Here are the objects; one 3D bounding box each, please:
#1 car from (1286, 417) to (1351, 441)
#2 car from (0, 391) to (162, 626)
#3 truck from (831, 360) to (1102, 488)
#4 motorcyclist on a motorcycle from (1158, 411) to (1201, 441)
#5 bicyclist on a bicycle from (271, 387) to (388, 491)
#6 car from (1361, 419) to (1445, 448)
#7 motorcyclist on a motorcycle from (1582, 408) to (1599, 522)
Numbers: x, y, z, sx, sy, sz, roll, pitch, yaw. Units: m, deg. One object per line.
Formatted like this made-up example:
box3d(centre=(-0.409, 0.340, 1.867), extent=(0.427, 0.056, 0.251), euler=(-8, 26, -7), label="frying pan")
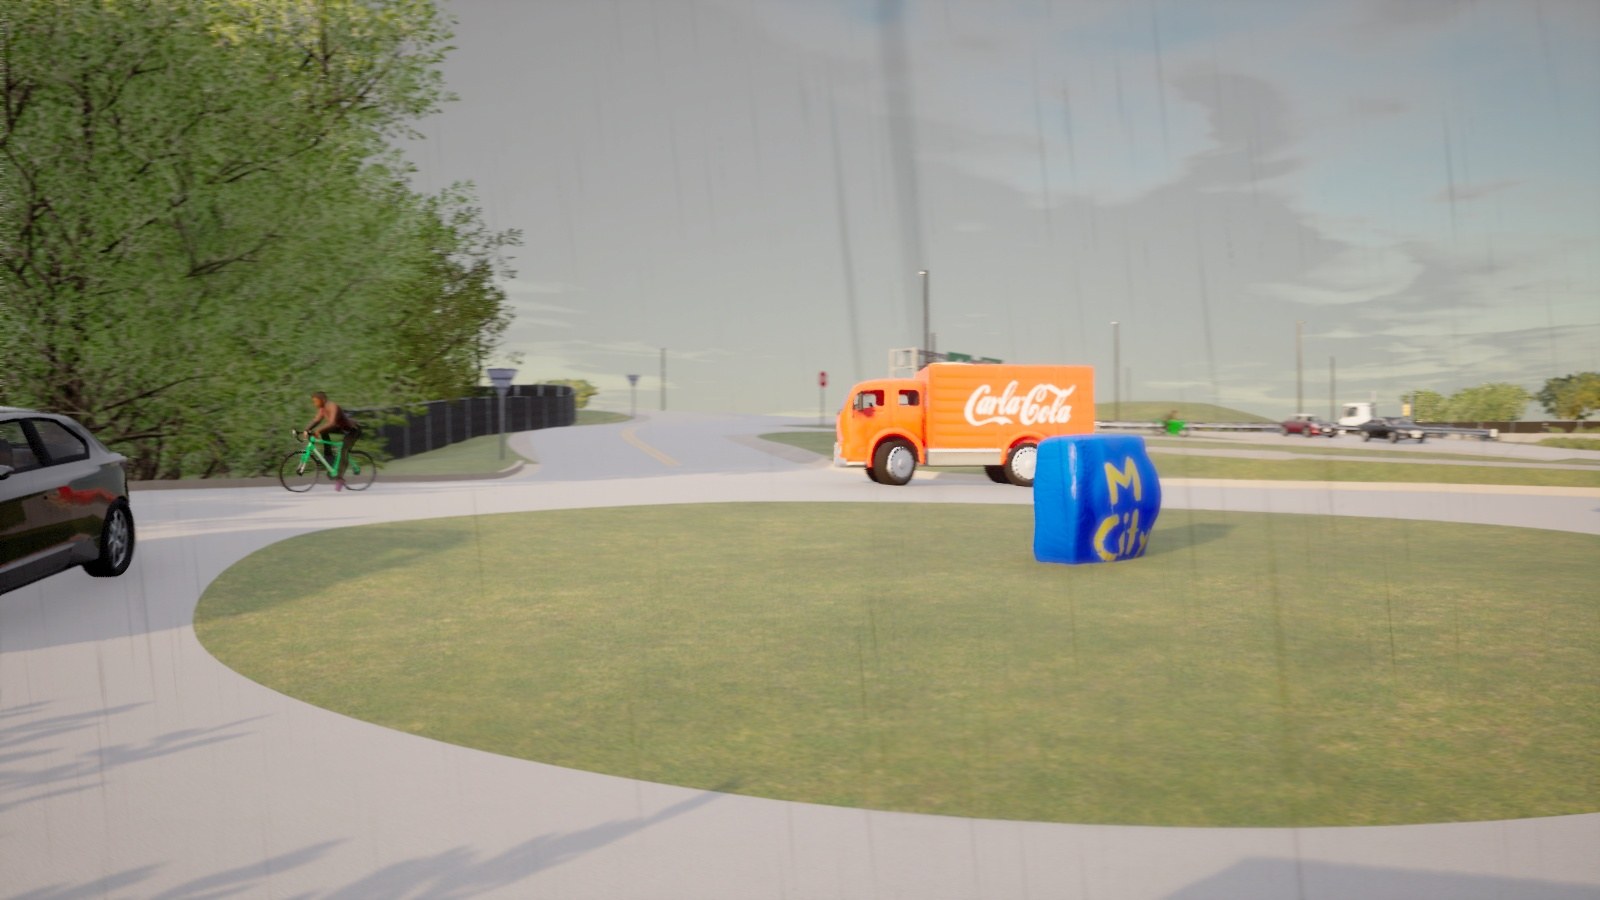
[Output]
box3d(centre=(33.360, -1.369, 80.920), extent=(1.970, 1.475, 3.806), euler=(0, 3, -12), label="car")
box3d(centre=(-6.433, 0.389, 9.180), extent=(1.816, 1.474, 4.193), euler=(1, 5, -7), label="car")
box3d(centre=(3.357, -0.485, 26.228), extent=(5.204, 2.467, 2.627), euler=(1, -1, -3), label="truck")
box3d(centre=(20.855, -1.320, 69.050), extent=(2.044, 1.523, 0.797), euler=(4, 2, 34), label="motorcyclist on a motorcycle")
box3d(centre=(-7.555, -0.181, 20.224), extent=(0.582, 1.620, 1.656), euler=(3, 2, 43), label="bicyclist on a bicycle")
box3d(centre=(34.466, -0.958, 71.957), extent=(2.128, 1.511, 4.902), euler=(0, 3, -4), label="car")
box3d(centre=(12.011, 0.229, 17.383), extent=(0.866, 1.590, 1.817), euler=(-3, 4, -43), label="motorcyclist on a motorcycle")
